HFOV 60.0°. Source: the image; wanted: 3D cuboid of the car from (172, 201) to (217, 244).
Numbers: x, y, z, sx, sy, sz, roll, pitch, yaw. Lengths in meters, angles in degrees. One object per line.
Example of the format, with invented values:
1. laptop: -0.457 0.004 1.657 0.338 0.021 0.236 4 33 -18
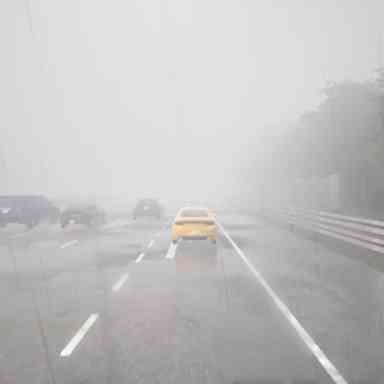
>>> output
1. car: 0.116 1.431 15.690 1.882 1.535 5.008 0 0 0

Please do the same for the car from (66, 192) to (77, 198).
1. car: -27.472 0.804 75.955 1.882 1.535 5.008 0 1 1

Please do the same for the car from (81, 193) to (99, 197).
1. car: -20.571 1.103 68.829 2.128 1.511 4.902 0 1 1

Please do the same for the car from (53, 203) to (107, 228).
1. car: -6.867 1.446 21.456 1.837 1.490 4.892 0 0 0

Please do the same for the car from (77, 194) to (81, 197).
1. car: -23.972 0.877 75.905 1.994 1.385 4.181 0 1 1

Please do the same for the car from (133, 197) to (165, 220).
1. car: -3.443 1.273 27.259 2.097 1.767 4.553 0 0 0

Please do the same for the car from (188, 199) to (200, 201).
1. car: 0.193 1.425 33.725 1.812 1.442 4.674 0 0 0

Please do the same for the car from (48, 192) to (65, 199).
1. car: -30.972 0.853 76.010 1.812 1.442 4.674 0 1 1

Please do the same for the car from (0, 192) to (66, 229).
1. car: -10.369 1.166 21.182 2.150 2.045 5.566 0 0 0
